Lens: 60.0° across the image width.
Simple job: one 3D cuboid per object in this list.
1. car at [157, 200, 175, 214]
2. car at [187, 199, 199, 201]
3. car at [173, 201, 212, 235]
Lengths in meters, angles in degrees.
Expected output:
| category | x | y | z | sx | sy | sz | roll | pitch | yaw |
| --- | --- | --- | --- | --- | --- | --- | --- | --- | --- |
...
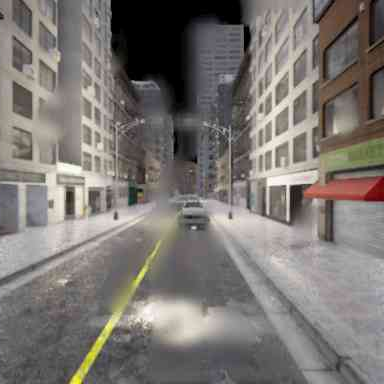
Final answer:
| category | x | y | z | sx | sy | sz | roll | pitch | yaw |
| --- | --- | --- | --- | --- | --- | --- | --- | --- | --- |
| car | -2.839 | 1.587 | 36.993 | 1.812 | 1.442 | 4.674 | 0 | 0 | 0 |
| car | 0.101 | 1.571 | 39.244 | 1.837 | 1.490 | 4.892 | 0 | 0 | 0 |
| car | 0.097 | 1.533 | 19.137 | 1.837 | 1.490 | 4.892 | 0 | 1 | 0 |
